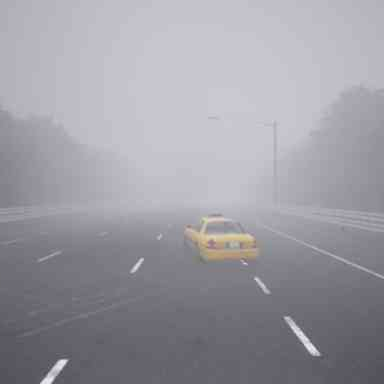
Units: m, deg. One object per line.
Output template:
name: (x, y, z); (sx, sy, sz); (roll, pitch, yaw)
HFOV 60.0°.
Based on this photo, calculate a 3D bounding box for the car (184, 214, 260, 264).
car: (0.840, 1.580, 12.388); (1.801, 1.575, 5.366); (1, -1, -10)
